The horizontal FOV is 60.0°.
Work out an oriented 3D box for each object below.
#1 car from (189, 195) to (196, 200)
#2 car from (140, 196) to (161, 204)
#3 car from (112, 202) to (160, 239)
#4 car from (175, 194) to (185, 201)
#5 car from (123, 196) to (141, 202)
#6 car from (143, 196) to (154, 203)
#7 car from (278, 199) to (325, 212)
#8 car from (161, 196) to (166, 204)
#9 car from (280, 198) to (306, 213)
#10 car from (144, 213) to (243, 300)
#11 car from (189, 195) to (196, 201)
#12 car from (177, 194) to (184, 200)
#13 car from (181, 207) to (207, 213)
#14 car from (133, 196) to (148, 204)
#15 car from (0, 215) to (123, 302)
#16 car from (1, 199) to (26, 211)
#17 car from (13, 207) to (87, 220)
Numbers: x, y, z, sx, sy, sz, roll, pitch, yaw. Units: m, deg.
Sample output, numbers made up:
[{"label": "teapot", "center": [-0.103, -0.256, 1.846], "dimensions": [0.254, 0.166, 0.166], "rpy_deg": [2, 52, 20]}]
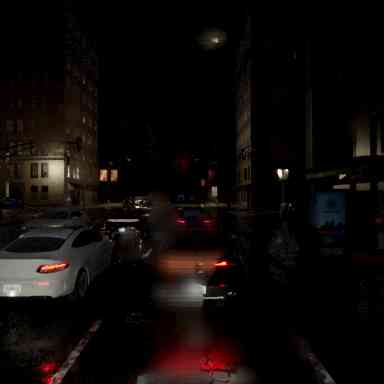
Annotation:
[{"label": "car", "center": [0.104, 1.601, 93.615], "dimensions": [1.895, 1.301, 4.718], "rpy_deg": [0, 0, 0]}, {"label": "car", "center": [-6.532, 1.523, 52.885], "dimensions": [1.837, 1.490, 4.892], "rpy_deg": [0, 0, 0]}, {"label": "car", "center": [-3.133, 1.498, 17.409], "dimensions": [2.128, 1.511, 4.902], "rpy_deg": [0, 0, 0]}, {"label": "car", "center": [-3.158, 1.533, 82.754], "dimensions": [2.128, 1.511, 4.902], "rpy_deg": [0, 0, 0]}, {"label": "car", "center": [-9.777, 1.523, 53.342], "dimensions": [1.837, 1.490, 4.892], "rpy_deg": [0, 0, 0]}, {"label": "car", "center": [-9.669, 1.543, 73.685], "dimensions": [1.812, 1.442, 4.674], "rpy_deg": [0, 0, 0]}, {"label": "car", "center": [13.140, 1.608, 40.108], "dimensions": [5.008, 1.535, 1.882], "rpy_deg": [0, -1, 1]}, {"label": "car", "center": [-6.494, 1.544, 61.909], "dimensions": [1.812, 1.442, 4.674], "rpy_deg": [0, 0, 1]}, {"label": "car", "center": [12.499, 1.437, 36.857], "dimensions": [4.553, 1.767, 2.097], "rpy_deg": [0, -1, 0]}, {"label": "car", "center": [0.102, 1.507, 8.393], "dimensions": [1.837, 1.490, 4.892], "rpy_deg": [0, 0, 0]}, {"label": "car", "center": [0.093, 1.540, 83.541], "dimensions": [2.128, 1.511, 4.902], "rpy_deg": [0, 0, 0]}, {"label": "car", "center": [-3.147, 1.317, 93.173], "dimensions": [1.882, 1.535, 5.008], "rpy_deg": [0, 0, 0]}, {"label": "car", "center": [0.101, 1.532, 17.510], "dimensions": [1.812, 1.442, 4.674], "rpy_deg": [0, 0, 0]}, {"label": "car", "center": [-9.728, 1.510, 63.471], "dimensions": [2.128, 1.511, 4.902], "rpy_deg": [0, 0, 1]}, {"label": "car", "center": [-3.147, 1.528, 8.142], "dimensions": [1.812, 1.442, 4.674], "rpy_deg": [0, 0, 0]}, {"label": "car", "center": [-22.466, 1.537, 40.028], "dimensions": [4.674, 1.442, 1.812], "rpy_deg": [0, -1, 0]}, {"label": "car", "center": [-6.392, 1.531, 16.214], "dimensions": [1.812, 1.442, 4.674], "rpy_deg": [0, 0, 2]}]
